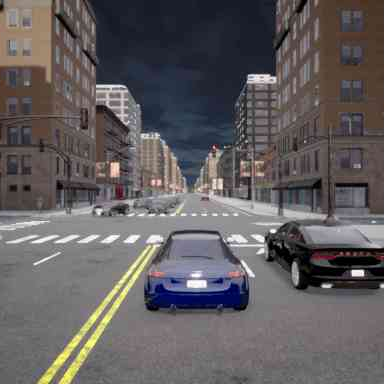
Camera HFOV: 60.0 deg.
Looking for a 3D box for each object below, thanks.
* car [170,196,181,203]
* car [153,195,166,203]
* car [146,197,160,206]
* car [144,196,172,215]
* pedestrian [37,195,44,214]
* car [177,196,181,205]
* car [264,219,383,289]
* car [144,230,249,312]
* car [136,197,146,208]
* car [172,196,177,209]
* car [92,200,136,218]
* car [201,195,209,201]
[{"bbox_3d":[-3.310,1.533,69.280,2.033,1.411,5.357,0,0,0],"label":"car"},{"bbox_3d":[-6.569,1.482,68.360,2.128,1.511,4.902,0,0,0],"label":"car"},{"bbox_3d":[-6.633,1.595,56.768,1.895,1.301,4.718,0,0,0],"label":"car"},{"bbox_3d":[-3.382,1.505,34.110,1.837,1.490,4.892,0,0,0],"label":"car"},{"bbox_3d":[-14.169,1.170,31.092,0.375,1.860,0.375,0,0,0],"label":"pedestrian"},{"bbox_3d":[-3.378,1.558,58.447,1.994,1.385,4.181,0,0,0],"label":"car"},{"bbox_3d":[3.330,1.478,9.159,1.882,1.535,5.008,0,0,0],"label":"car"},{"bbox_3d":[0.081,1.564,7.781,1.994,1.385,4.181,0,0,0],"label":"car"},{"bbox_3d":[-6.637,1.501,44.720,1.837,1.490,4.892,0,0,0],"label":"car"},{"bbox_3d":[-3.387,1.503,45.777,1.837,1.490,4.892,0,0,0],"label":"car"},{"bbox_3d":[-7.440,1.503,30.965,2.128,1.511,4.902,0,0,13],"label":"car"},{"bbox_3d":[3.180,1.465,80.583,1.882,1.535,5.008,0,0,0],"label":"car"}]
